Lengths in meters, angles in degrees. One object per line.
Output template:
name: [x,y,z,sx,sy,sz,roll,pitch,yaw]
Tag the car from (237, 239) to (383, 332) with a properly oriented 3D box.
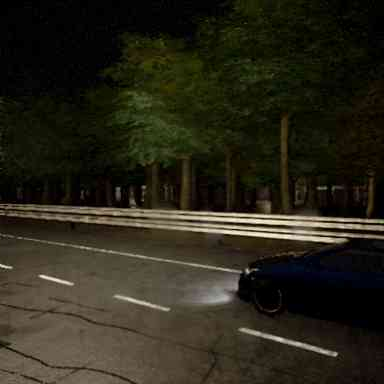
car: [2.953,1.569,6.063,4.181,1.385,1.994,0,0,35]
